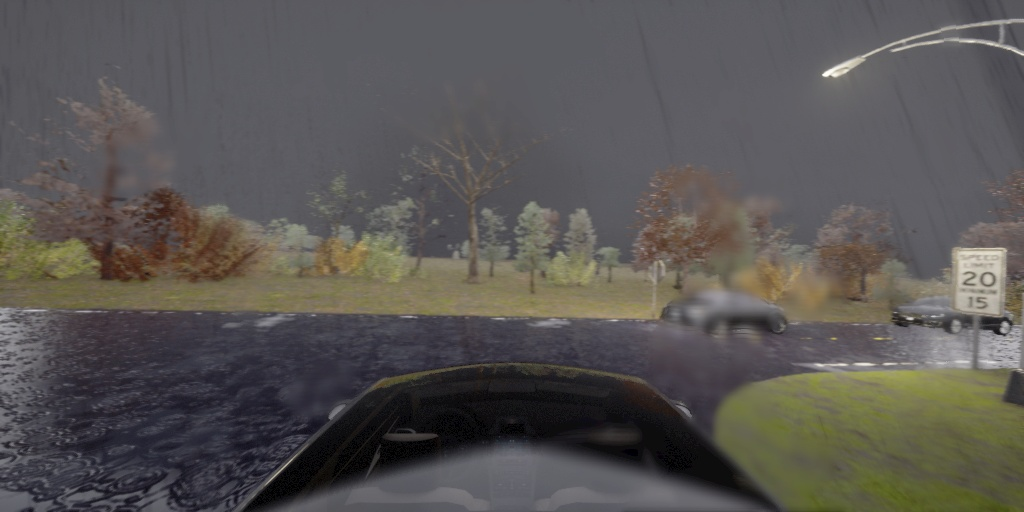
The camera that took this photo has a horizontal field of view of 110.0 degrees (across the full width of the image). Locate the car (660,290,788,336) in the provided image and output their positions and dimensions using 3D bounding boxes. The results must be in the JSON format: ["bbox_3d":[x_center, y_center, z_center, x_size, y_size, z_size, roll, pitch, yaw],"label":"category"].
[{"bbox_3d":[7.472,1.912,12.683,4.181,1.385,1.994,3,0,-16],"label":"car"}]

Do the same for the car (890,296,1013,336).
[{"bbox_3d":[18.915,2.496,15.439,4.892,1.490,1.837,4,0,-13],"label":"car"}]
